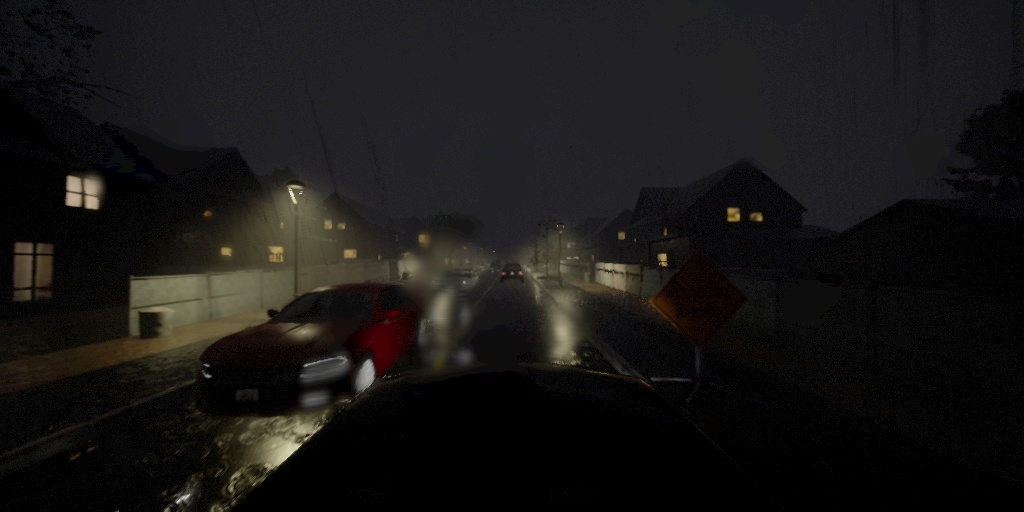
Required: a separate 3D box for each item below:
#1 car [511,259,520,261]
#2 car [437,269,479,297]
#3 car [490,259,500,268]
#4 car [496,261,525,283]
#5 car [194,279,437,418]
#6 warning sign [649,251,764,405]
[{"bbox_3d":[0.017,1.362,44.702,1.994,1.385,4.181,0,0,0],"label":"car"},{"bbox_3d":[-2.855,1.361,18.992,1.895,1.301,4.718,0,0,0],"label":"car"},{"bbox_3d":[-2.845,1.337,64.137,2.128,1.511,4.902,0,0,0],"label":"car"},{"bbox_3d":[0.029,1.319,28.652,2.033,1.411,5.357,0,0,0],"label":"car"},{"bbox_3d":[-2.850,1.229,6.340,1.882,1.535,5.008,0,0,0],"label":"car"},{"bbox_3d":[2.516,0.866,4.767,1.300,1.860,1.060,0,0,0],"label":"warning sign"}]
